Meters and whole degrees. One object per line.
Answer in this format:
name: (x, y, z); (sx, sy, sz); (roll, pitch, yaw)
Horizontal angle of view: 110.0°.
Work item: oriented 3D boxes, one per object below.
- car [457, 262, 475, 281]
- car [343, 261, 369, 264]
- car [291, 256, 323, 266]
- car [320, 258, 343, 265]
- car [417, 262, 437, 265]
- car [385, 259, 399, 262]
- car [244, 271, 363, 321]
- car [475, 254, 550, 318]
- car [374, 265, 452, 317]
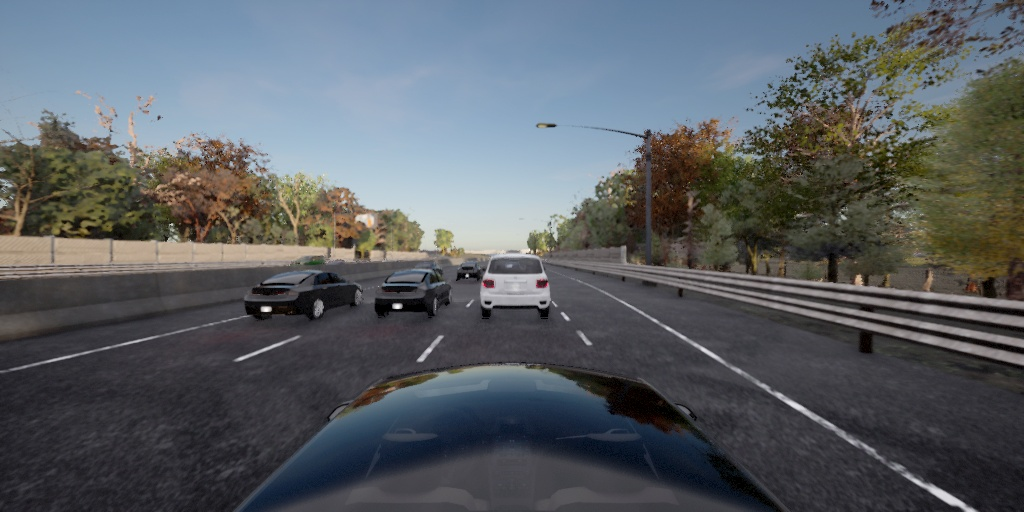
car: (-3.405, 1.237, 29.700); (1.837, 1.490, 4.892); (0, 0, 0)
car: (-21.075, 1.334, 49.788); (1.895, 1.301, 4.718); (0, 0, 0)
car: (-28.066, 0.953, 49.630); (2.150, 2.045, 5.566); (0, 0, 0)
car: (-24.570, 1.297, 50.551); (1.994, 1.385, 4.181); (0, 0, 0)
car: (-6.906, 1.223, 29.652); (2.128, 1.511, 4.902); (0, 0, 0)
car: (-17.571, 1.212, 52.254); (1.882, 1.535, 5.008); (0, 0, 0)
car: (-6.902, 1.244, 12.486); (1.837, 1.490, 4.892); (0, 0, 0)
car: (0.085, 0.961, 13.014); (2.150, 2.045, 5.566); (0, 0, 0)
car: (-3.403, 1.244, 13.064); (1.837, 1.490, 4.892); (0, 0, 0)
